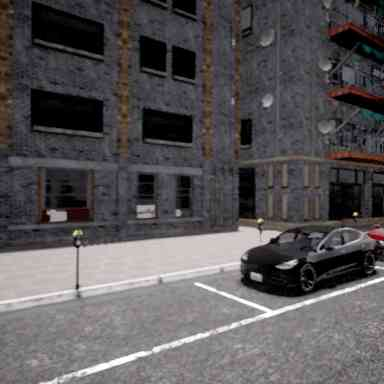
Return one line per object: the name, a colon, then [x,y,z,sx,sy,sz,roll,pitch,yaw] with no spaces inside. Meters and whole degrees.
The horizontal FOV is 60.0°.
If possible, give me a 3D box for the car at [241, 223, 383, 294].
car: [3.254,1.583,8.897,4.313,1.339,1.947,0,0,-36]
